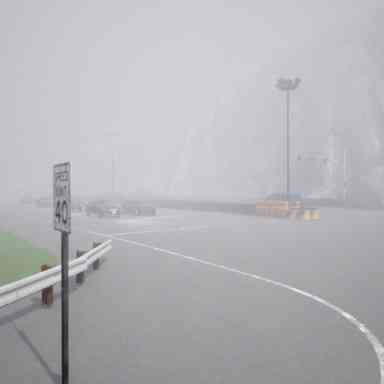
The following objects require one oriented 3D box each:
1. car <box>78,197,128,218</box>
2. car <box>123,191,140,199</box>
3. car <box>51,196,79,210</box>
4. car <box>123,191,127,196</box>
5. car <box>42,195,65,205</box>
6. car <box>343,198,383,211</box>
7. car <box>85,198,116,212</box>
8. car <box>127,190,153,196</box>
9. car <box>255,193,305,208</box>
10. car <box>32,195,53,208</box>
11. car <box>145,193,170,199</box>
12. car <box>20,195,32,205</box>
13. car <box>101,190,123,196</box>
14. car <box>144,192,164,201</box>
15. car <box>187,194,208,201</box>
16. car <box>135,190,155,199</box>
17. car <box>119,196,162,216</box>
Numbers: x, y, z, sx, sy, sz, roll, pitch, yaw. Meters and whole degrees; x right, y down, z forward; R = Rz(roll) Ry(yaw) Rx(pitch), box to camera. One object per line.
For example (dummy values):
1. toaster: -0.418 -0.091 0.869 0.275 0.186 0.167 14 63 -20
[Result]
1. car: -8.044 1.424 29.816 2.128 1.511 4.902 0 0 -38
2. car: -14.086 0.741 77.416 2.097 1.767 4.553 0 1 -38
3. car: -13.770 1.491 37.093 1.895 1.301 4.718 0 0 -38
4. car: -16.870 0.661 75.295 2.150 2.045 5.566 0 1 -38
5. car: -22.497 1.237 53.983 2.033 1.411 5.357 0 1 -38
6. car: 20.468 1.399 39.241 2.128 1.511 4.902 0 0 -38
7. car: -10.708 1.449 38.857 1.994 1.385 4.181 0 0 -38
8. car: -10.379 0.831 67.162 2.150 2.045 5.566 0 1 -38
9. car: 9.471 1.144 36.200 2.150 2.045 5.566 0 0 -38
10. car: -19.485 1.318 44.406 1.837 1.490 4.892 0 1 -38
11. car: -5.376 1.282 55.085 1.837 1.490 4.892 0 0 -38
12. car: -25.715 1.213 52.424 1.812 1.442 4.674 0 1 -37
13. car: -17.232 0.738 70.105 2.150 2.045 5.566 0 1 -38
14. car: -7.921 0.951 69.536 2.097 1.767 4.553 0 1 -38
15. car: 1.024 1.076 63.945 2.097 1.767 4.553 0 1 -38
16. car: -11.364 0.646 79.616 2.150 2.045 5.566 0 1 -38
17. car: -5.229 1.430 31.898 1.837 1.490 4.892 0 0 -38
